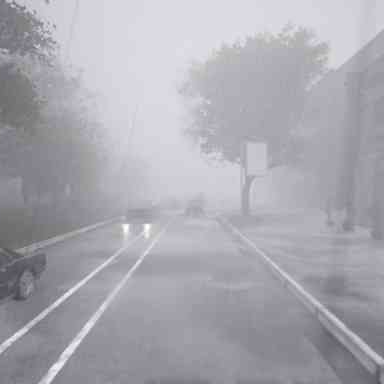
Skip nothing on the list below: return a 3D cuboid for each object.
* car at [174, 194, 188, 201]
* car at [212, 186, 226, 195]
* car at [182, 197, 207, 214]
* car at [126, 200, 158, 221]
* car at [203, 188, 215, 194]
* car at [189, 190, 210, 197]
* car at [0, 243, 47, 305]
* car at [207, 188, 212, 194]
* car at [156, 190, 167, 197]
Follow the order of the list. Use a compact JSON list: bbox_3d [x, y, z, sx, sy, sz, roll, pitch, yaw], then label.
[{"bbox_3d":[-2.338,1.434,55.334,2.002,1.452,4.674,-2,2,4],"label":"car"},{"bbox_3d":[6.620,-0.005,83.939,1.812,1.442,4.674,0,3,16],"label":"car"},{"bbox_3d":[0.312,1.514,35.342,2.033,1.411,5.357,0,0,1],"label":"car"},{"bbox_3d":[-3.936,1.462,26.972,1.882,1.535,5.008,0,0,3],"label":"car"},{"bbox_3d":[4.610,-0.272,89.460,2.097,1.535,5.008,0,3,18],"label":"car"},{"bbox_3d":[1.248,1.132,54.417,2.150,2.045,5.566,0,2,5],"label":"car"},{"bbox_3d":[-4.326,1.600,5.554,1.895,1.301,4.718,0,0,0],"label":"car"},{"bbox_3d":[2.761,0.037,83.417,2.231,1.521,4.892,0,3,16],"label":"car"},{"bbox_3d":[-6.798,0.349,74.794,2.128,1.511,4.902,0,3,6],"label":"car"}]
